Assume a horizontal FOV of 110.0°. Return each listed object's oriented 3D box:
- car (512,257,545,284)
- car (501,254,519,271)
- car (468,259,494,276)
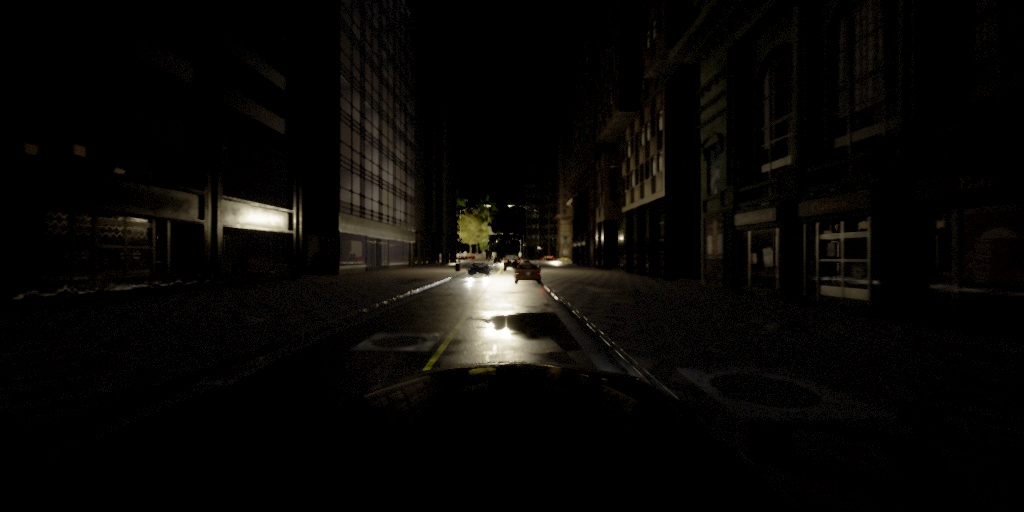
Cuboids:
[{"bbox_3d":[1.061,1.112,25.556,1.801,1.575,5.366,0,0,0],"label":"car"},{"bbox_3d":[0.043,0.799,45.975,2.150,2.045,5.566,0,0,0],"label":"car"},{"bbox_3d":[-3.080,1.224,34.282,1.895,1.301,4.718,0,0,0],"label":"car"}]
